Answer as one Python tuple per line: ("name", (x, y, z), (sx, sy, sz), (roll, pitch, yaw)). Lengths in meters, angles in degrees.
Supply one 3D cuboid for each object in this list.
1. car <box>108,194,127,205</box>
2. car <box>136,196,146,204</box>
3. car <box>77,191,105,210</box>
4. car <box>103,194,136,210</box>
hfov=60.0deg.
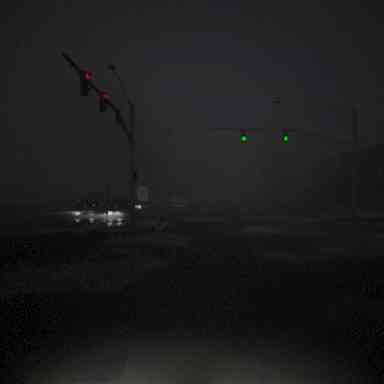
("car", (-11.530, 1.164, 51.787), (1.837, 1.490, 4.892), (0, 0, 1))
("car", (-8.026, 1.238, 49.537), (1.994, 1.385, 4.181), (0, 0, 0))
("car", (-11.561, 0.966, 38.810), (2.150, 2.045, 5.566), (0, 0, 1))
("car", (-8.076, 1.243, 37.671), (2.128, 1.511, 4.902), (0, 0, 0))
